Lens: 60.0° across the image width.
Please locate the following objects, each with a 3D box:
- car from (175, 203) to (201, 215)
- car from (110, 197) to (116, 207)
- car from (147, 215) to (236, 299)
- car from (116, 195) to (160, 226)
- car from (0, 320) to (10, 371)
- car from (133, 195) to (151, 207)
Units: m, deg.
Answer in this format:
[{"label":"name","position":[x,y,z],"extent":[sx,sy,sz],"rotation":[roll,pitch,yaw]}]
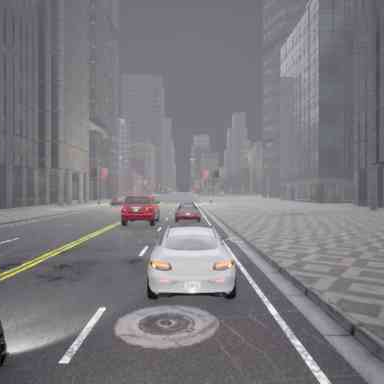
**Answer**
[{"label":"car","position":[-0.332,1.552,26.123],"extent":[1.994,1.385,4.181],"rotation":[0,0,-1]},{"label":"car","position":[-10.616,1.416,48.731],"extent":[1.882,1.535,5.008],"rotation":[0,0,-1]},{"label":"car","position":[-0.031,1.523,8.318],"extent":[1.812,1.442,4.674],"rotation":[0,0,-1]},{"label":"car","position":[-3.535,1.213,23.402],"extent":[2.150,2.045,5.566],"rotation":[0,0,-1]},{"label":"car","position":[-3.181,1.563,2.324],"extent":[1.994,1.385,4.181],"rotation":[0,0,-1]},{"label":"car","position":[-7.376,1.287,49.780],"extent":[2.097,1.767,4.553],"rotation":[0,0,0]}]
